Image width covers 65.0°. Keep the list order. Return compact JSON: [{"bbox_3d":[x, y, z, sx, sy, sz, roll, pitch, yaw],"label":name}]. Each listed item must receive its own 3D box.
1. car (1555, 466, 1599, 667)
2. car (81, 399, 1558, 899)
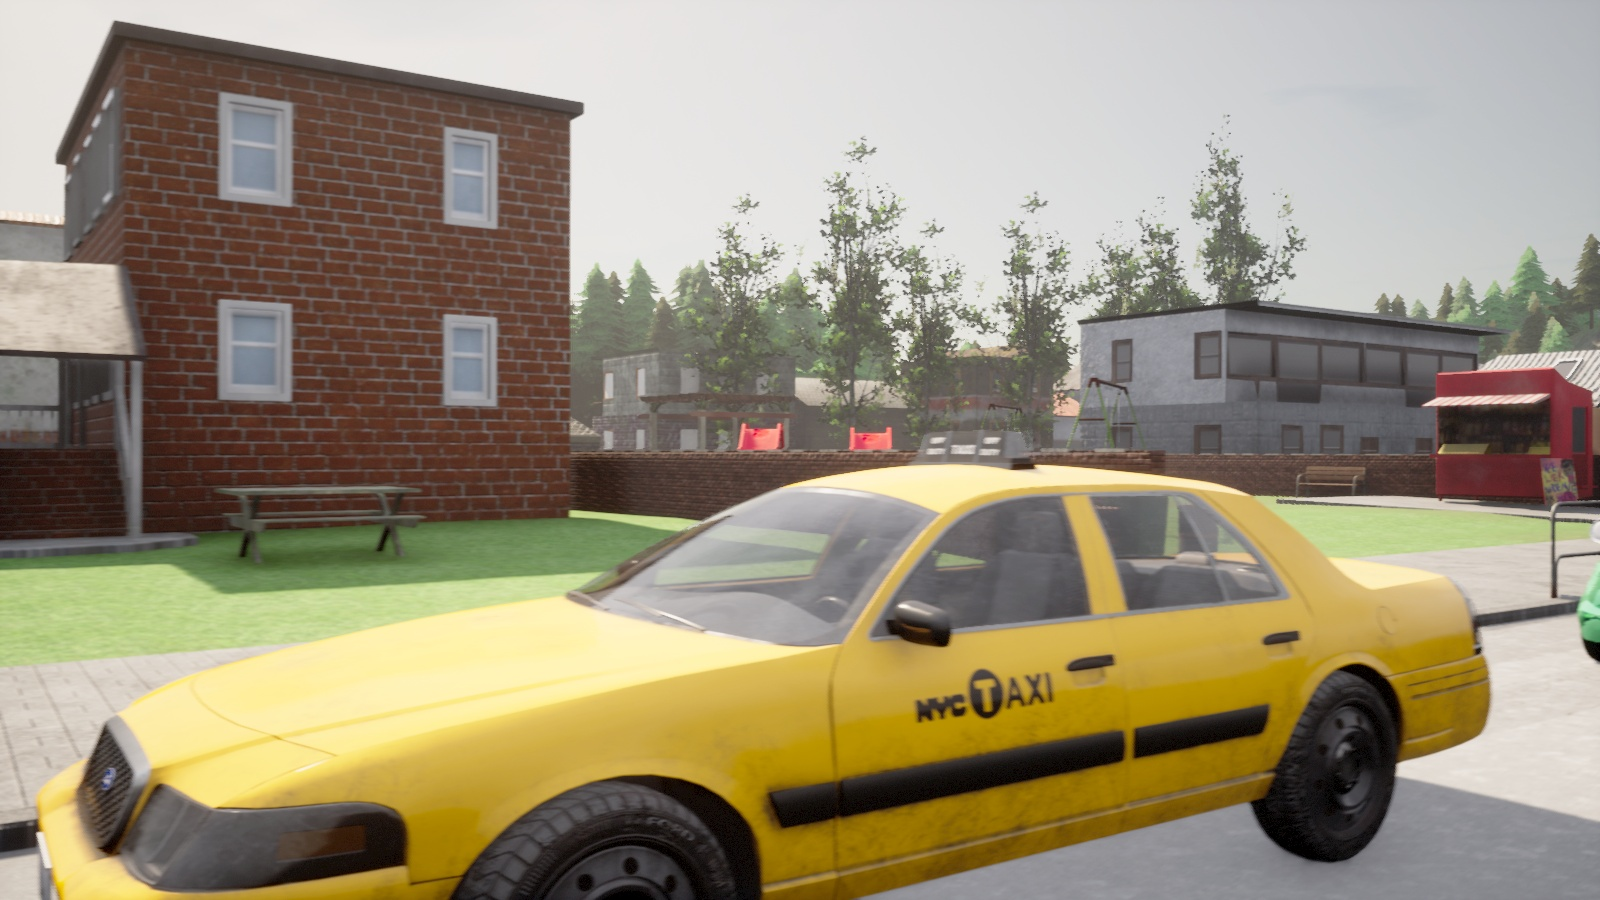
[{"bbox_3d":[6.673,0.807,8.906,2.207,1.376,1.481,0,0,-35],"label":"car"},{"bbox_3d":[0.519,0.694,4.615,5.366,1.575,1.801,0,0,-34],"label":"car"}]
